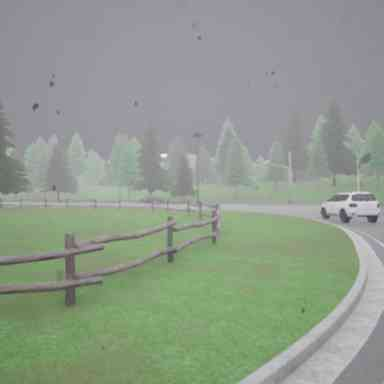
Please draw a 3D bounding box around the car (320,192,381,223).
[{"bbox_3d":[11.226,1.064,23.964,2.150,2.045,5.566,0,-1,0],"label":"car"}]

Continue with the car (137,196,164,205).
[{"bbox_3d":[-6.896,1.365,55.540,4.674,1.442,1.812,0,0,21],"label":"car"}]
